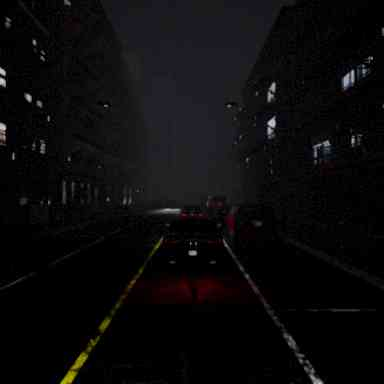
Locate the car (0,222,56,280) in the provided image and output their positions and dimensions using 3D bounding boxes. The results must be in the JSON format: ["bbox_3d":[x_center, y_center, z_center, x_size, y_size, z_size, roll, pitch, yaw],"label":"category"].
[{"bbox_3d":[-5.685,1.624,10.197,1.947,1.339,4.313,0,0,0],"label":"car"}]

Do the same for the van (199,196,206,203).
[{"bbox_3d":[2.708,1.837,84.070,1.690,1.788,3.998,0,0,0],"label":"van"}]

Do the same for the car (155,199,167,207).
[{"bbox_3d":[-5.677,1.939,61.339,1.802,1.307,4.206,0,0,0],"label":"car"}]

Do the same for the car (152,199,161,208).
[{"bbox_3d":[-5.677,1.868,55.656,1.887,1.381,4.507,0,0,0],"label":"car"}]

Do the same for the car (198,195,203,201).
[{"bbox_3d":[2.704,1.671,61.341,2.192,1.841,5.009,0,0,0],"label":"car"}]

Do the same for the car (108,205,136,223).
[{"bbox_3d":[-5.682,1.738,27.245,1.802,1.307,4.206,0,0,0],"label":"car"}]

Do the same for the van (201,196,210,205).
[{"bbox_3d":[2.706,1.732,67.023,1.690,1.788,3.998,0,0,0],"label":"van"}]

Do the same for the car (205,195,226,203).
[{"bbox_3d":[3.115,1.461,40.514,2.150,2.045,5.566,0,0,0],"label":"car"}]

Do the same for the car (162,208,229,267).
[{"bbox_3d":[0.051,1.544,11.730,1.882,1.535,5.008,0,0,1],"label":"car"}]

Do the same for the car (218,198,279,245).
[{"bbox_3d":[2.697,1.405,15.883,2.192,1.841,5.009,0,0,0],"label":"car"}]

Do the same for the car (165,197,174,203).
[{"bbox_3d":[-5.673,2.042,84.068,1.887,1.381,4.507,0,0,0],"label":"car"}]

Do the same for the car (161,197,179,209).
[{"bbox_3d":[-3.072,1.789,51.590,2.128,1.511,4.902,0,0,0],"label":"car"}]

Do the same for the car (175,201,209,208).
[{"bbox_3d":[0.046,1.697,26.192,2.033,1.411,5.357,0,0,1],"label":"car"}]

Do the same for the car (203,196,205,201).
[{"bbox_3d":[3.115,1.502,47.514,2.150,2.045,5.566,0,0,0],"label":"car"}]

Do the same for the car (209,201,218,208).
[{"bbox_3d":[2.698,1.706,27.246,2.008,1.369,4.403,0,0,0],"label":"car"}]

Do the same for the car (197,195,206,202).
[{"bbox_3d":[2.710,1.882,95.435,2.192,1.841,5.009,0,0,0],"label":"car"}]

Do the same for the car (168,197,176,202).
[{"bbox_3d":[-5.671,2.119,95.433,2.008,1.369,4.403,0,0,0],"label":"car"}]
